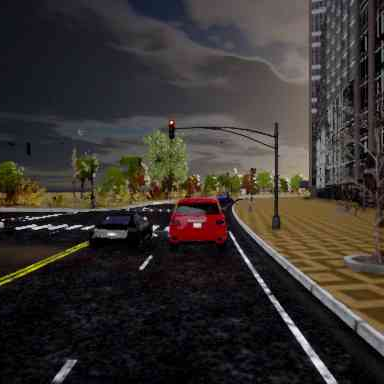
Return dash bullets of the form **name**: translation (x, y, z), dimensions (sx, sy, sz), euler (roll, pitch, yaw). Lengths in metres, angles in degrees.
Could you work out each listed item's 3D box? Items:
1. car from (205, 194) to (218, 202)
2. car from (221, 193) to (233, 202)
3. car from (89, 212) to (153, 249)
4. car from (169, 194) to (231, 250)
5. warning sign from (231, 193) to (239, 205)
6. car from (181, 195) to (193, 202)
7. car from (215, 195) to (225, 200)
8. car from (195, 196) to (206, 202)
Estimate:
- **car**: translation (4.389, 1.278, 74.195), dimensions (2.097, 1.767, 4.553), euler (0, 0, 12)
- **car**: translation (7.504, 1.134, 73.210), dimensions (2.150, 2.045, 5.566), euler (0, 0, 12)
- **car**: translation (-2.949, 1.573, 14.540), dimensions (1.994, 1.385, 4.181), euler (0, 0, 2)
- **car**: translation (0.300, 1.259, 14.438), dimensions (2.150, 2.045, 5.566), euler (0, 0, 2)
- **warning sign**: translation (7.159, 1.129, 55.296), dimensions (1.300, 1.860, 1.060), euler (0, 0, 9)
- **car**: translation (-1.123, 1.536, 79.519), dimensions (1.812, 1.442, 4.674), euler (0, 0, 12)
- **car**: translation (7.417, 1.403, 87.573), dimensions (1.812, 1.442, 4.674), euler (0, 0, 14)
- **car**: translation (2.045, 1.567, 78.796), dimensions (1.994, 1.385, 4.181), euler (0, 0, 12)
